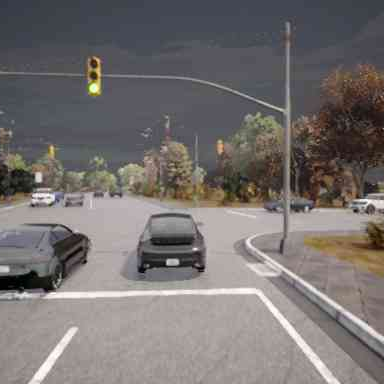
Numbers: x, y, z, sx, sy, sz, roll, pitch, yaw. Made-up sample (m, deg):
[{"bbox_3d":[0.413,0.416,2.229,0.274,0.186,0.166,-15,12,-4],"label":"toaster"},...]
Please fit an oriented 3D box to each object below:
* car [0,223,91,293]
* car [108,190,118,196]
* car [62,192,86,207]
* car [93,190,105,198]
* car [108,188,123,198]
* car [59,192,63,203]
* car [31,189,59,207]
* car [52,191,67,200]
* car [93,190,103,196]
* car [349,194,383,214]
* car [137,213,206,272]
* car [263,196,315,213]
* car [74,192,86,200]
[{"bbox_3d":[-4.037,1.502,8.767,1.994,1.385,4.181,0,1,-4],"label":"car"},{"bbox_3d":[-18.910,0.173,79.465,1.837,1.490,4.892,0,1,-17],"label":"car"},{"bbox_3d":[-13.681,0.925,38.907,1.812,1.442,4.674,0,1,-16],"label":"car"},{"bbox_3d":[-19.119,0.417,68.493,1.837,1.490,4.892,0,1,-18],"label":"car"},{"bbox_3d":[-15.793,0.119,69.576,2.150,2.045,5.566,0,1,-18],"label":"car"},{"bbox_3d":[-20.144,0.712,48.462,1.882,1.535,5.008,0,1,-17],"label":"car"},{"bbox_3d":[-17.342,0.623,38.985,2.150,2.045,5.566,0,1,-16],"label":"car"},{"bbox_3d":[-23.305,0.627,58.534,2.033,1.411,5.357,0,1,-18],"label":"car"},{"bbox_3d":[-22.251,0.220,78.423,2.128,1.511,4.902,0,1,-17],"label":"car"},{"bbox_3d":[18.816,1.193,33.769,5.566,2.045,2.150,2,0,-14],"label":"car"},{"bbox_3d":[-0.667,1.410,10.515,1.837,1.490,4.892,0,1,-5],"label":"car"},{"bbox_3d":[9.083,1.175,31.304,4.892,1.490,1.837,1,1,-14],"label":"car"},{"bbox_3d":[-19.318,0.688,57.539,1.895,1.301,4.718,0,1,-18],"label":"car"}]
